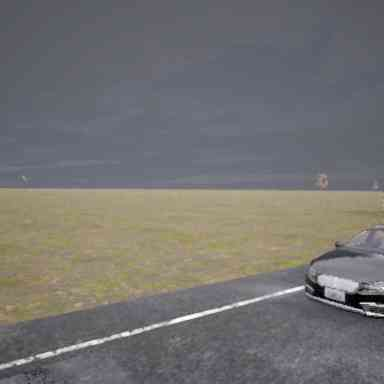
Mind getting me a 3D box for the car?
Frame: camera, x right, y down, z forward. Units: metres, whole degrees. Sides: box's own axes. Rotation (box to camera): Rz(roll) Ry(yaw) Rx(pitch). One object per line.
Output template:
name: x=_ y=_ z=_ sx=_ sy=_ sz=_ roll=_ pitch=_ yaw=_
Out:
car: x=4.455 y=1.512 z=7.173 sx=4.902 sy=1.511 sz=2.128 roll=0 pitch=0 yaw=-35
